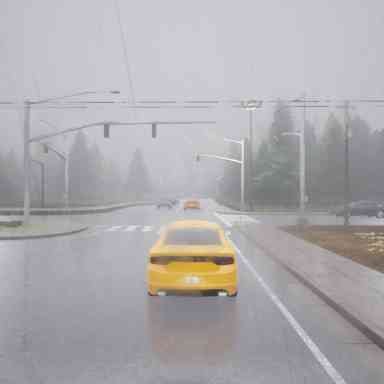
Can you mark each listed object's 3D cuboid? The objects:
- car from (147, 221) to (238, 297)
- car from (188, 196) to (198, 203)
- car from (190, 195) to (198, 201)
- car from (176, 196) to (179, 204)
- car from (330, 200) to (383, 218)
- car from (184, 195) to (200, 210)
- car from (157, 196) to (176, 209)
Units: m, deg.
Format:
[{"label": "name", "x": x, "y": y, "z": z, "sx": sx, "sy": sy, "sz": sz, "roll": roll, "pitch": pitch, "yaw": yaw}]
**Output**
[{"label": "car", "x": 0.043, "y": 1.474, "z": 8.642, "sx": 1.882, "sy": 1.535, "sz": 5.008, "roll": 0, "pitch": 0, "yaw": 1}, {"label": "car", "x": 0.246, "y": 1.537, "z": 72.865, "sx": 2.033, "sy": 1.411, "sz": 5.357, "roll": 0, "pitch": 0, "yaw": 2}, {"label": "car", "x": 0.637, "y": 1.442, "z": 83.258, "sx": 1.837, "sy": 1.490, "sz": 4.892, "roll": 0, "pitch": 0, "yaw": 2}, {"label": "car", "x": -3.589, "y": 1.601, "z": 55.242, "sx": 1.895, "sy": 1.301, "sz": 4.718, "roll": 0, "pitch": 0, "yaw": 1}, {"label": "car", "x": 14.889, "y": 1.531, "z": 29.630, "sx": 4.892, "sy": 1.490, "sz": 1.837, "roll": 0, "pitch": 0, "yaw": 1}, {"label": "car", "x": -0.012, "y": 1.478, "z": 42.304, "sx": 1.882, "sy": 1.535, "sz": 5.008, "roll": 0, "pitch": 0, "yaw": 0}, {"label": "car", "x": -3.612, "y": 1.547, "z": 45.064, "sx": 2.033, "sy": 1.411, "sz": 5.357, "roll": 0, "pitch": 0, "yaw": 0}]
